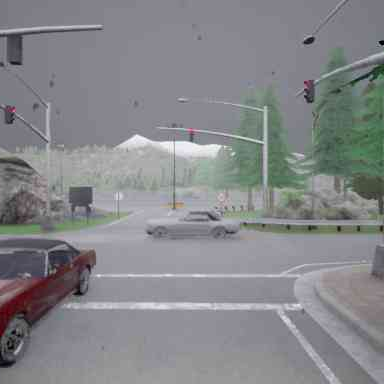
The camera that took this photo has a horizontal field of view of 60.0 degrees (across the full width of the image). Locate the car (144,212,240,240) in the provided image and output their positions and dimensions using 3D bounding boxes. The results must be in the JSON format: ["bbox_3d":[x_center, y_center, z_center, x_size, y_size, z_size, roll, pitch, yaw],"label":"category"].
[{"bbox_3d":[-0.018,1.673,17.044,4.718,1.301,1.895,0,0,0],"label":"car"}]

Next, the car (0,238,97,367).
[{"bbox_3d":[-3.207,1.592,5.876,1.895,1.301,4.718,0,0,-1],"label":"car"}]
